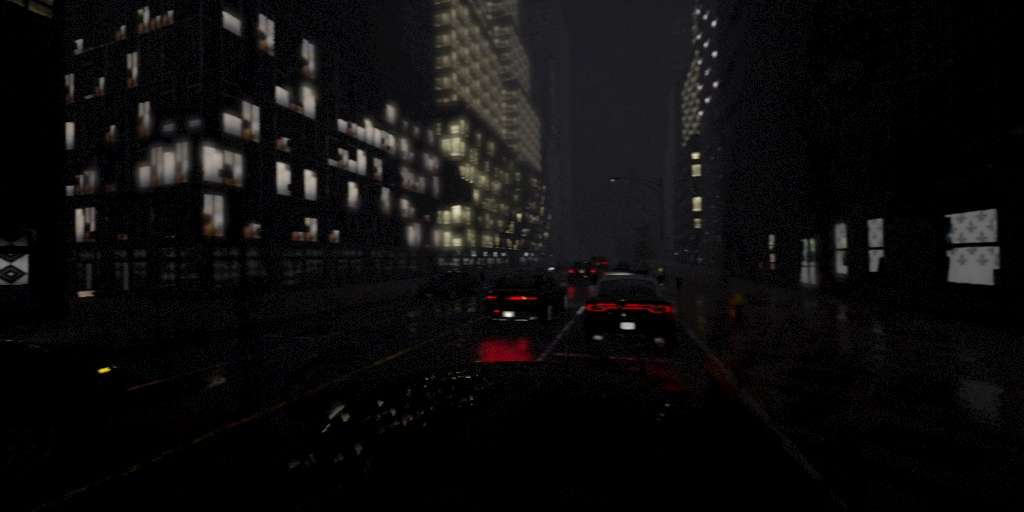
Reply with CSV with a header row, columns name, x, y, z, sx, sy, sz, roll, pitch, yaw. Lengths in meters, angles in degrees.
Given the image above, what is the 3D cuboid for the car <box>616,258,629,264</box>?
name,x,y,z,sx,sy,sz,roll,pitch,yaw
car,13.379,1.287,43.437,1.948,1.339,4.313,0,0,18

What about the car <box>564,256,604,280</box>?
name,x,y,z,sx,sy,sz,roll,pitch,yaw
car,5.637,1.138,27.671,2.097,1.767,4.553,-1,0,18

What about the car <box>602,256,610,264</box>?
name,x,y,z,sx,sy,sz,roll,pitch,yaw
car,10.795,0.996,44.255,2.150,2.045,5.566,-1,0,18

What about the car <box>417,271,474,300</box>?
name,x,y,z,sx,sy,sz,roll,pitch,yaw
car,-3.219,1.473,18.860,1.948,1.339,4.313,0,0,18

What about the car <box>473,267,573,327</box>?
name,x,y,z,sx,sy,sz,roll,pitch,yaw
car,0.637,1.301,11.923,1.837,1.490,4.892,-1,0,18

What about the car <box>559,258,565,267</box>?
name,x,y,z,sx,sy,sz,roll,pitch,yaw
car,7.120,1.426,51.411,1.888,1.381,4.507,0,0,18

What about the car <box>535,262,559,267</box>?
name,x,y,z,sx,sy,sz,roll,pitch,yaw
car,3.673,1.441,40.561,2.007,1.370,4.403,0,0,18

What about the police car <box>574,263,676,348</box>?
name,x,y,z,sx,sy,sz,roll,pitch,yaw
police car,3.043,1.162,9.483,1.930,1.638,5.238,-1,0,18

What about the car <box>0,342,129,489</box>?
name,x,y,z,sx,sy,sz,roll,pitch,yaw
car,-5.778,1.387,2.296,1.812,1.442,4.674,-1,0,18

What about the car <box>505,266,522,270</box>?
name,x,y,z,sx,sy,sz,roll,pitch,yaw
car,0.227,1.482,29.709,1.802,1.307,4.207,0,0,18
